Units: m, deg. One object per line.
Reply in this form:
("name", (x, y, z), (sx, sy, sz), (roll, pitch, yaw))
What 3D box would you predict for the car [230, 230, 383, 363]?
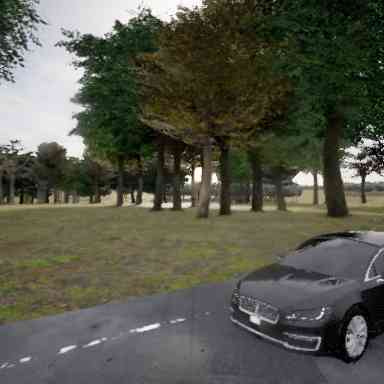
("car", (2.867, 1.511, 5.954), (4.892, 1.490, 1.837), (0, 0, -35))
